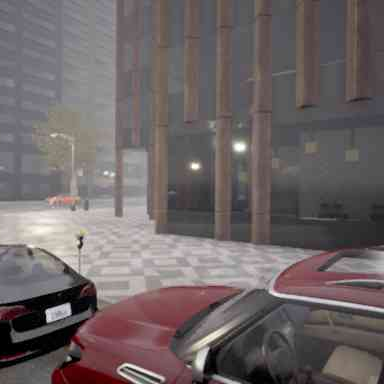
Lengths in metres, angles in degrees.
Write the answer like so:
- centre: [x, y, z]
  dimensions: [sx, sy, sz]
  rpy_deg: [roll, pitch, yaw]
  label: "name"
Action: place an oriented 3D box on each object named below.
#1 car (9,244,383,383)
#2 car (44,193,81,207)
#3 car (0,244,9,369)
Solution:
- centre: [1.251, 1.314, 2.075]
  dimensions: [5.009, 1.841, 2.192]
  rpy_deg: [1, 1, 35]
  label: "car"
- centre: [-16.817, 0.950, 43.249]
  dimensions: [2.097, 1.767, 4.553]
  rpy_deg: [1, 1, 35]
  label: "car"
- centre: [-3.351, 1.516, 5.332]
  dimensions: [4.313, 1.339, 1.947]
  rpy_deg: [1, 1, 35]
  label: "car"
